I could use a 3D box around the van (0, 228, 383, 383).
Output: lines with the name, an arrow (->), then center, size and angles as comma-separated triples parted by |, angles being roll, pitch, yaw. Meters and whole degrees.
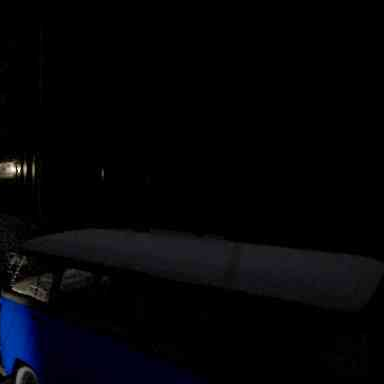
van -> -0.238, 1.333, 3.135 | 3.998, 1.788, 1.690 | 0, 0, 36
